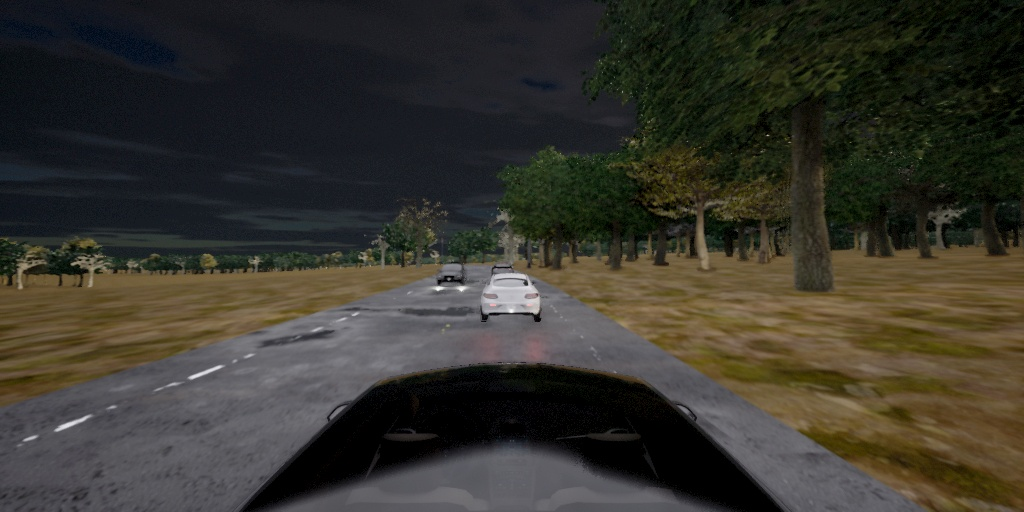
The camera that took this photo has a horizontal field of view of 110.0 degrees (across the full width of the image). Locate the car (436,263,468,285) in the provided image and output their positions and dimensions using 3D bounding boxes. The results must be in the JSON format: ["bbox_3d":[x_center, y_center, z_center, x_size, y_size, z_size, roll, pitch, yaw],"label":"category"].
[{"bbox_3d":[-4.272,1.270,26.016,1.837,1.490,4.892,0,0,-3],"label":"car"}]

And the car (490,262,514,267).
[{"bbox_3d":[-0.854,1.270,30.992,2.128,1.511,4.902,0,0,-3],"label":"car"}]

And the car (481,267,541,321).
[{"bbox_3d":[-0.075,1.284,12.353,1.812,1.442,4.674,0,0,-1],"label":"car"}]
